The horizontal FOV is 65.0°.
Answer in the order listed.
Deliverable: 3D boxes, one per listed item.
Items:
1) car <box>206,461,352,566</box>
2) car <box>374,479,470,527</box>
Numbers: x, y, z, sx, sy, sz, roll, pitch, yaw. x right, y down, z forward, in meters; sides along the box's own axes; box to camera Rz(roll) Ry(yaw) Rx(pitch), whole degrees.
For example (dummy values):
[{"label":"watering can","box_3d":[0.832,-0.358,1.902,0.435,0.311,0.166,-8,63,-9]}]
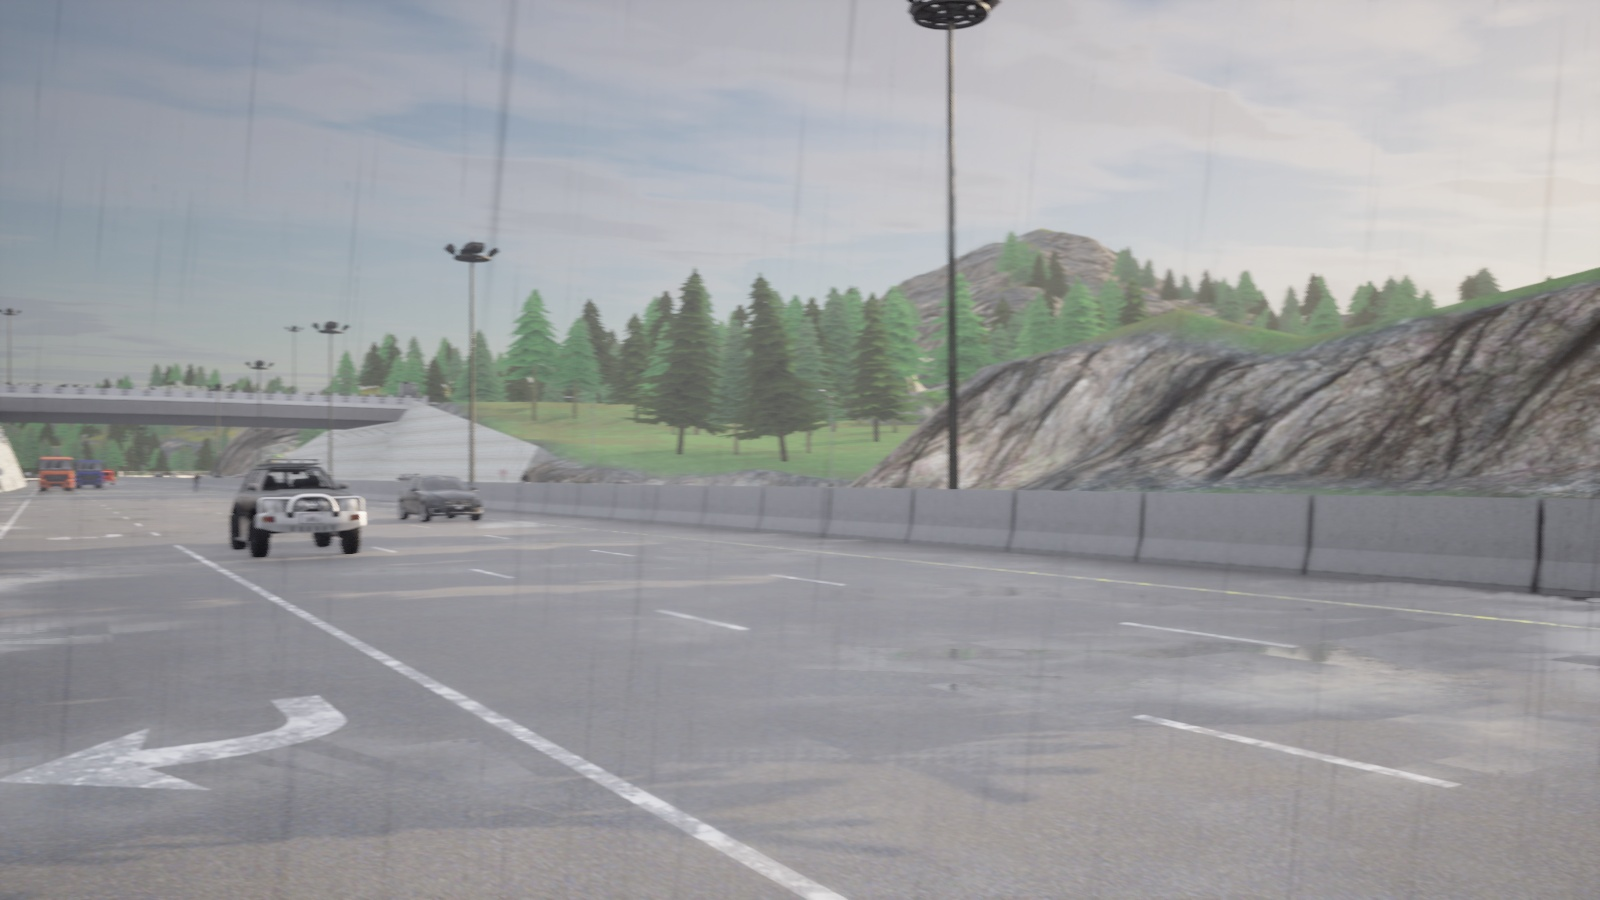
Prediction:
[{"label":"car","box_3d":[-10.367,1.200,24.777,1.932,1.855,4.605,0,-2,-32]},{"label":"car","box_3d":[-12.633,1.712,41.723,1.837,1.490,4.892,0,-1,-32]}]
